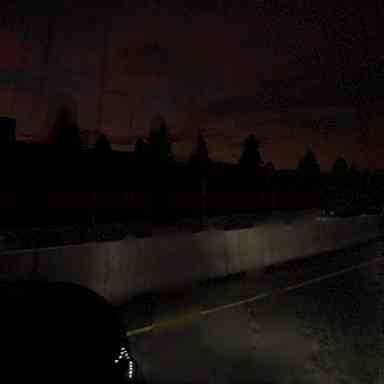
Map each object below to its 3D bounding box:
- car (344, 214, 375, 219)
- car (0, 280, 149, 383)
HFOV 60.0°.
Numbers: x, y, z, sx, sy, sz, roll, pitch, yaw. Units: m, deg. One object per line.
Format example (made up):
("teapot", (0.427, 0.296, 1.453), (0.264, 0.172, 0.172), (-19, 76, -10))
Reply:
("car", (13.812, 1.770, 27.219), (1.837, 1.490, 4.892), (0, 0, 42))
("car", (-2.983, 1.208, 1.722), (5.566, 2.045, 2.150), (1, 0, -35))
